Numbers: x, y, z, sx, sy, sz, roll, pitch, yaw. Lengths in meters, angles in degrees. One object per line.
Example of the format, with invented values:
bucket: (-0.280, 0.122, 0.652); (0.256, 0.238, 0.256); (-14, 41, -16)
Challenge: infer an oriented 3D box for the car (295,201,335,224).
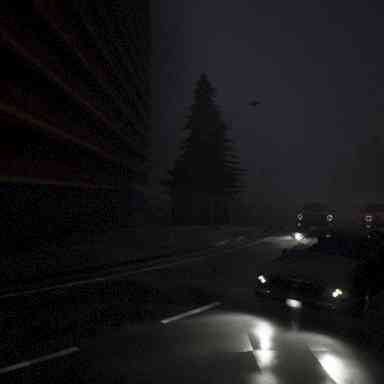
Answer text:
car: (7.612, 1.415, 20.467); (2.097, 1.767, 4.553); (0, 0, 22)

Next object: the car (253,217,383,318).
car: (3.545, 1.571, 7.843); (2.033, 1.411, 5.357); (-1, 0, 41)

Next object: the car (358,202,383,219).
car: (10.878, 1.394, 19.208); (2.097, 1.767, 4.553); (0, 0, 22)
